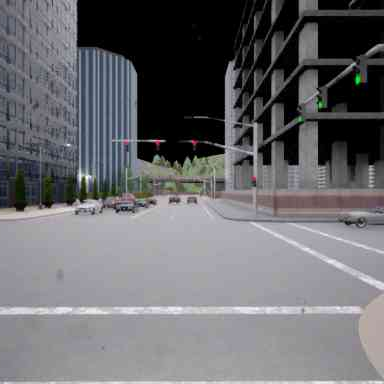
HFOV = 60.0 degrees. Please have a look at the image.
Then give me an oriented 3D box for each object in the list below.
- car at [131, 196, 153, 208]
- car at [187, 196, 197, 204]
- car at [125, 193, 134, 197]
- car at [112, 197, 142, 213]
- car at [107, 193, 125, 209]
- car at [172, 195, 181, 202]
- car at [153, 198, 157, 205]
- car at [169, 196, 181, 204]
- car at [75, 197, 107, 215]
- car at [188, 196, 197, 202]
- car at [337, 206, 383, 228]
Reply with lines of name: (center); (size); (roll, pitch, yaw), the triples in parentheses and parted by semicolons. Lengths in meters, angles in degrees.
car: (-7.082, 1.564, 46.669); (1.994, 1.385, 4.181); (0, 0, 0)
car: (0.024, 1.492, 64.567); (2.128, 1.511, 4.902); (0, 0, 0)
car: (-10.576, 1.221, 53.792); (2.150, 2.045, 5.566); (0, 0, 0)
car: (-7.086, 1.564, 36.760); (1.994, 1.385, 4.181); (0, 0, 0)
car: (-10.583, 1.352, 43.376); (2.097, 1.767, 4.553); (0, 0, 0)
car: (-3.473, 1.508, 73.644); (1.812, 1.442, 4.674); (0, 0, 0)
car: (-7.062, 1.601, 56.709); (1.895, 1.301, 4.718); (0, 0, 0)
car: (-3.476, 1.505, 64.570); (1.837, 1.490, 4.892); (0, 0, 0)
car: (-10.586, 1.526, 34.443); (1.812, 1.442, 4.674); (0, 0, 0)
car: (0.027, 1.579, 73.673); (1.895, 1.301, 4.718); (0, 0, 0)
car: (11.888, 1.545, 21.239); (4.718, 1.301, 1.895); (0, 0, 0)
